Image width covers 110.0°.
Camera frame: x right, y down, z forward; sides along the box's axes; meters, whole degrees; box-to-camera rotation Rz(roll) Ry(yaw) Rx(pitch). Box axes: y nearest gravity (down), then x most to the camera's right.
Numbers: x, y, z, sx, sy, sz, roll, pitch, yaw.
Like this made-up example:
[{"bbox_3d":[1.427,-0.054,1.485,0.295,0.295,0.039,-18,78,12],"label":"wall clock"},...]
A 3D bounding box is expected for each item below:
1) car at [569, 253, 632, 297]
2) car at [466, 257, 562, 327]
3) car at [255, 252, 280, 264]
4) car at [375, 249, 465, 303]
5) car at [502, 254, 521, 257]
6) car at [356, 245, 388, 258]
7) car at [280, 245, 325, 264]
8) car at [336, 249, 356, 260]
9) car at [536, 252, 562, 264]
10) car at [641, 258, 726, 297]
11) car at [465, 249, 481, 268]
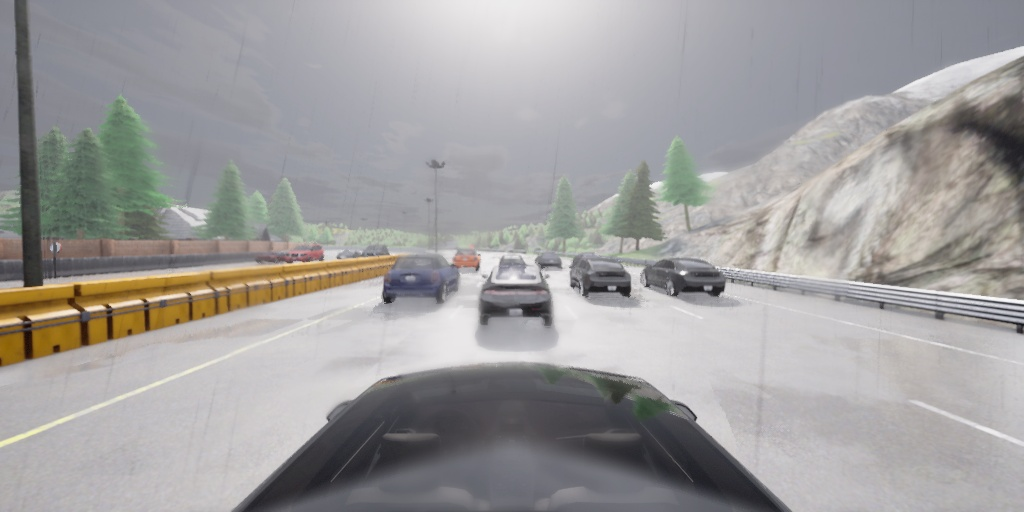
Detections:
[{"bbox_3d":[3.660,0.820,15.471,1.837,1.490,4.892,0,2,0],"label":"car"},{"bbox_3d":[0.119,0.967,10.386,2.128,1.511,4.902,0,2,1],"label":"car"},{"bbox_3d":[-25.770,0.170,38.980,1.895,1.301,4.718,0,2,-8],"label":"car"},{"bbox_3d":[-3.347,0.710,14.060,2.097,1.767,4.553,0,2,1],"label":"car"},{"bbox_3d":[-0.068,0.528,27.675,1.895,1.301,4.718,0,2,-2],"label":"car"},{"bbox_3d":[-15.407,-0.263,40.659,2.150,2.045,5.566,0,2,-8],"label":"car"},{"bbox_3d":[-22.213,-0.203,38.743,2.150,2.045,5.566,0,2,-7],"label":"car"},{"bbox_3d":[-19.194,-0.046,42.375,2.128,1.511,4.902,0,2,-8],"label":"car"},{"bbox_3d":[3.186,0.356,31.968,1.994,1.385,4.181,0,2,-4],"label":"car"},{"bbox_3d":[7.160,0.820,15.487,1.837,1.490,4.892,0,2,0],"label":"car"},{"bbox_3d":[-3.687,0.217,29.623,2.097,1.767,4.553,0,2,-3],"label":"car"}]
